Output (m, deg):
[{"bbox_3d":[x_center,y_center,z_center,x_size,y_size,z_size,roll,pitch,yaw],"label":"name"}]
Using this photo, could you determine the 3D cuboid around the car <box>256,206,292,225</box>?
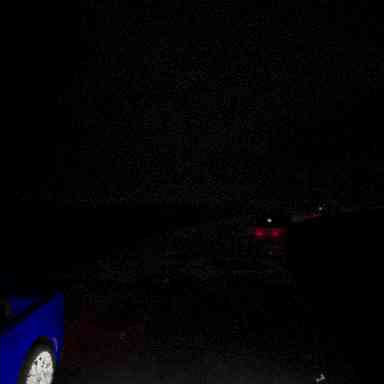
[{"bbox_3d":[6.223,1.654,24.701,1.895,1.301,4.718,0,0,25],"label":"car"}]

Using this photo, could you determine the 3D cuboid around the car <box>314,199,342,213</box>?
[{"bbox_3d":[15.888,1.580,38.740,1.837,1.490,4.892,-1,0,42],"label":"car"}]

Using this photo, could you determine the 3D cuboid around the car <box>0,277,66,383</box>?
[{"bbox_3d":[-2.558,1.469,1.974,1.882,1.535,5.008,0,0,4],"label":"car"}]
